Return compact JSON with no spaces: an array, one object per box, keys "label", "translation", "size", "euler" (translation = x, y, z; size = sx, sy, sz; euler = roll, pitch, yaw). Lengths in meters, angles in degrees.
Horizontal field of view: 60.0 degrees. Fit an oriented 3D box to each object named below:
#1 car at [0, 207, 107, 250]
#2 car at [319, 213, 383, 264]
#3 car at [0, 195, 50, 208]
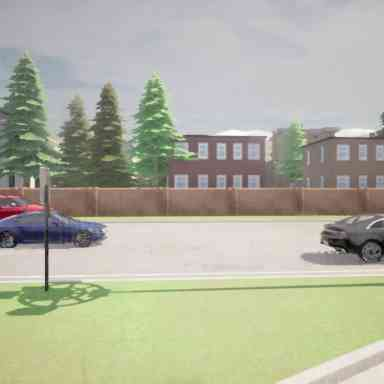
[{"label":"car","translation":[-5.924,1.525,13.851],"size":[4.674,1.442,1.812],"euler":[0,0,-4]},{"label":"car","translation":[6.881,1.491,11.303],"size":[4.902,1.511,2.128],"euler":[0,0,-5]},{"label":"car","translation":[-11.295,1.223,20.499],"size":[5.566,2.045,2.150],"euler":[0,0,-4]}]
